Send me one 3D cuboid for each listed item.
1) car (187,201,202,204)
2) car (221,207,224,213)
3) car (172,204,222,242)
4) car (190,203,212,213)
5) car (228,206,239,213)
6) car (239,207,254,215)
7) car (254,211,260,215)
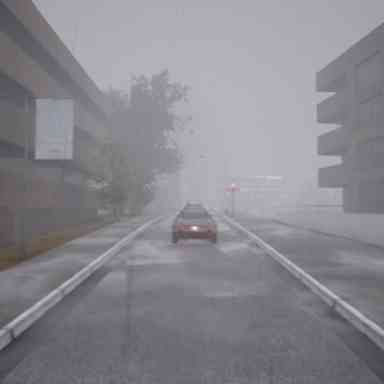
[{"bbox_3d":[0.235,1.621,31.748,2.128,1.511,4.902,0,-2,1],"label":"car"},{"bbox_3d":[4.842,3.976,75.551,2.185,1.767,4.553,5,-5,-31],"label":"car"},{"bbox_3d":[0.100,1.452,15.620,1.994,1.385,4.181,0,0,0],"label":"car"},{"bbox_3d":[1.962,3.670,74.968,2.435,2.045,5.566,2,-4,-30],"label":"car"},{"bbox_3d":[7.814,4.238,76.045,2.185,1.767,4.553,7,-5,-30],"label":"car"},{"bbox_3d":[10.811,4.418,76.601,2.435,2.045,5.566,8,-6,-30],"label":"car"},{"bbox_3d":[13.644,4.971,77.289,1.946,1.575,5.366,7,-5,-30],"label":"car"}]
